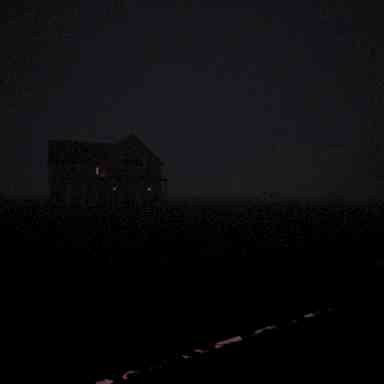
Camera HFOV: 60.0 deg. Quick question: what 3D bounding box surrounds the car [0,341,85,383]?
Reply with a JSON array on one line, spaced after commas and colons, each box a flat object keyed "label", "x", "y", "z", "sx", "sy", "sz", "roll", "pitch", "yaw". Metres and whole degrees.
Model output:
[{"label": "car", "x": -2.647, "y": 1.594, "z": 1.103, "sx": 4.718, "sy": 1.301, "sz": 1.895, "roll": 0, "pitch": 0, "yaw": -36}]
